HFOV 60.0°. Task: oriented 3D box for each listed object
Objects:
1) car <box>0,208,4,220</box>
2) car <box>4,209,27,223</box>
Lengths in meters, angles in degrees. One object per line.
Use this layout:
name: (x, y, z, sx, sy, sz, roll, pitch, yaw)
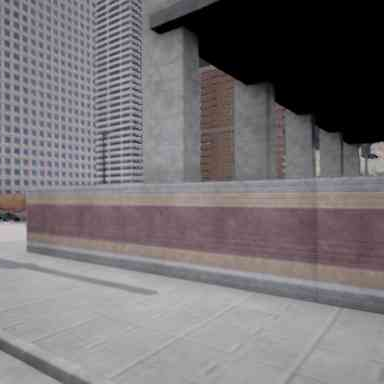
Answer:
car: (-18.090, 1.950, 29.178, 1.994, 1.385, 4.181, -1, -1, 36)
car: (-13.687, 1.907, 29.307, 1.994, 1.385, 4.181, -1, -1, 36)
